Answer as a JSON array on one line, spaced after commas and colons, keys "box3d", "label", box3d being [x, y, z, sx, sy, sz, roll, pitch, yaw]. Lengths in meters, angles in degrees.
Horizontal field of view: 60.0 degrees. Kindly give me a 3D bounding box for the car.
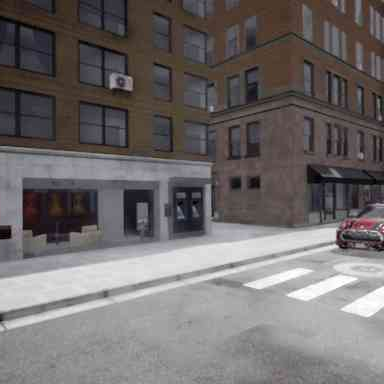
[{"box3d": [7.490, 1.252, 12.957, 4.553, 1.767, 2.097, -1, -1, -41], "label": "car"}]
